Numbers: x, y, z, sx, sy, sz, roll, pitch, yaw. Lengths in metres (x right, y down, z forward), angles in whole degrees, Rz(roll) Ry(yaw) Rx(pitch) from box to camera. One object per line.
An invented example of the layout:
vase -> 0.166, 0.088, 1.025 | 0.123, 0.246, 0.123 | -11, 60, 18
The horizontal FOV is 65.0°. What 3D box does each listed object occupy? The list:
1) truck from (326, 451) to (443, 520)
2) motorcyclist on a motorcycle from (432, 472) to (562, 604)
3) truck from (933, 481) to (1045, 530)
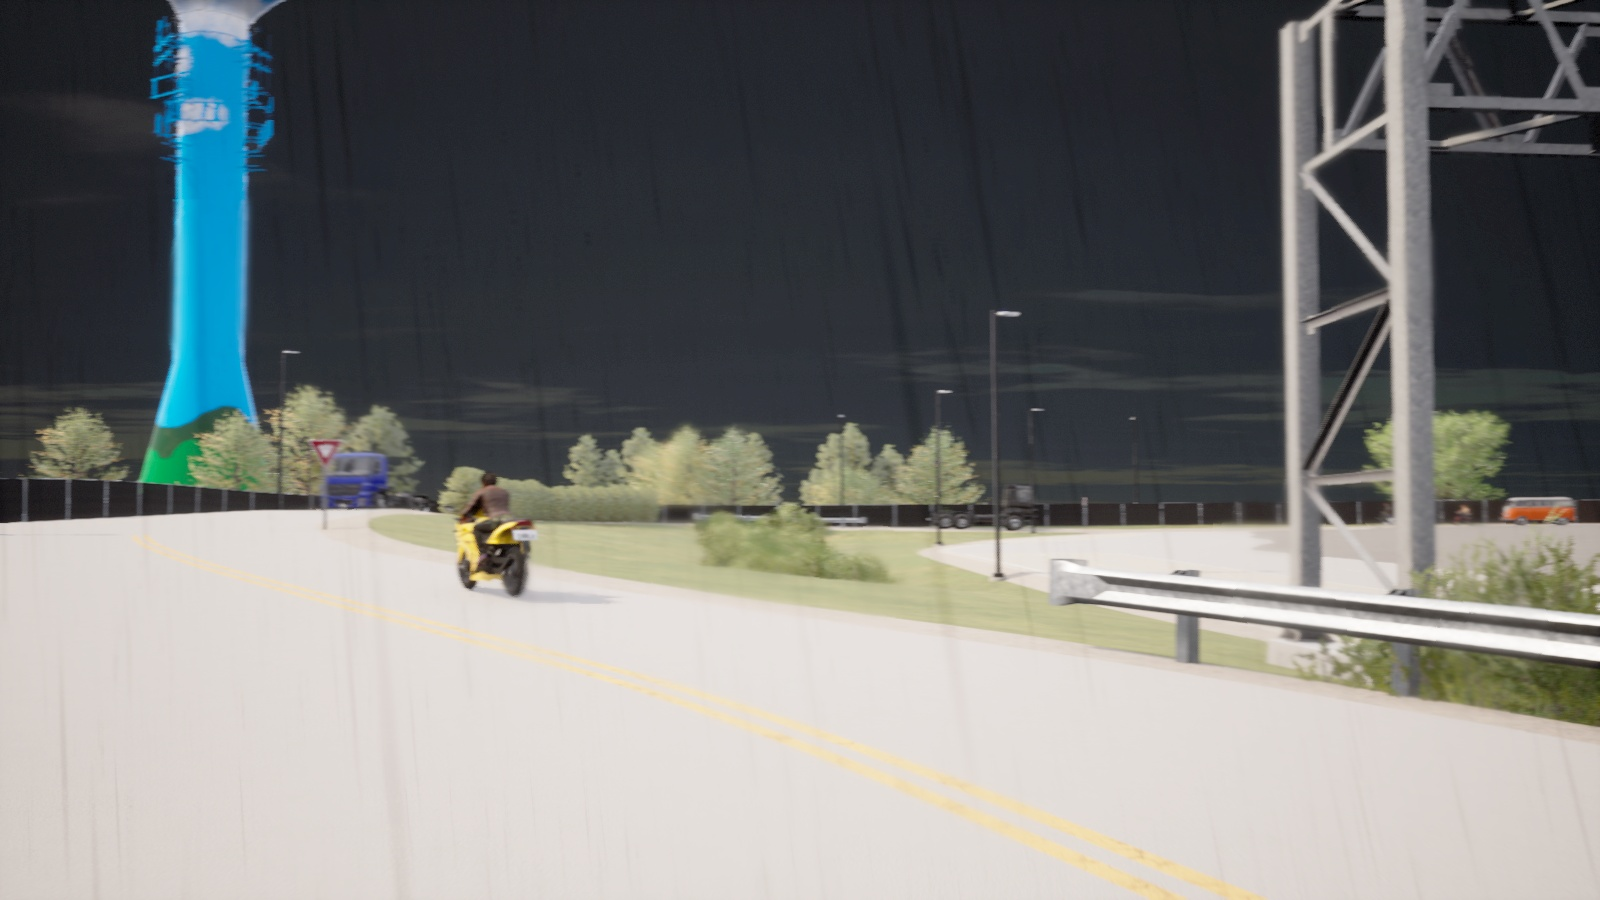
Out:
truck -> -23.509, 2.126, 71.564 | 2.891, 3.462, 7.936 | -1, -5, 10
motorcyclist on a motorcycle -> -3.779, 1.046, 15.546 | 0.797, 1.523, 2.044 | 2, -2, -37
truck -> 14.021, 4.160, 93.433 | 7.936, 3.462, 2.891 | 1, -3, 3
